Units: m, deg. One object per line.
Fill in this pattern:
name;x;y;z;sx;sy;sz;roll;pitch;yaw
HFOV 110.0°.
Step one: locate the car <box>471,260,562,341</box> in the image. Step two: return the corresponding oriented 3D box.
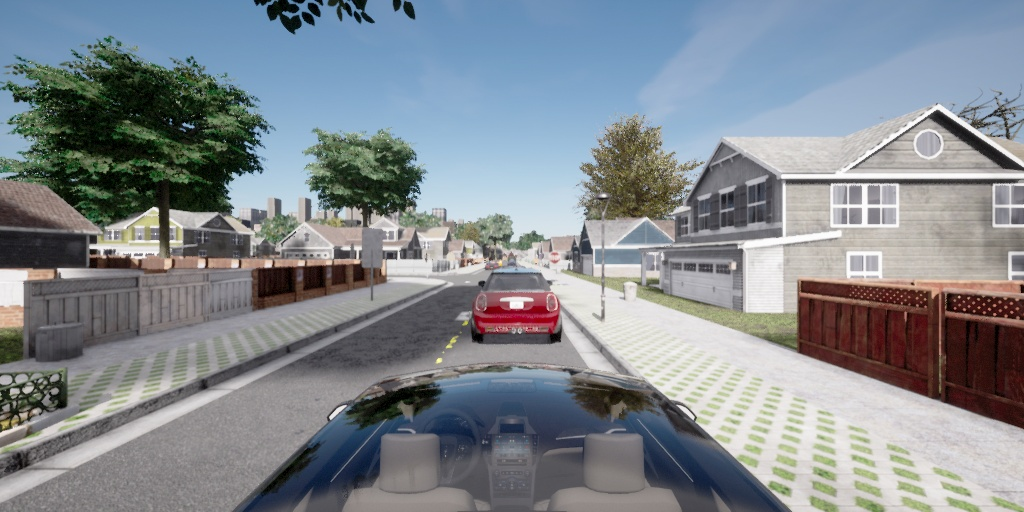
car;0.099;1.103;10.056;2.097;1.767;4.553;0;0;0
